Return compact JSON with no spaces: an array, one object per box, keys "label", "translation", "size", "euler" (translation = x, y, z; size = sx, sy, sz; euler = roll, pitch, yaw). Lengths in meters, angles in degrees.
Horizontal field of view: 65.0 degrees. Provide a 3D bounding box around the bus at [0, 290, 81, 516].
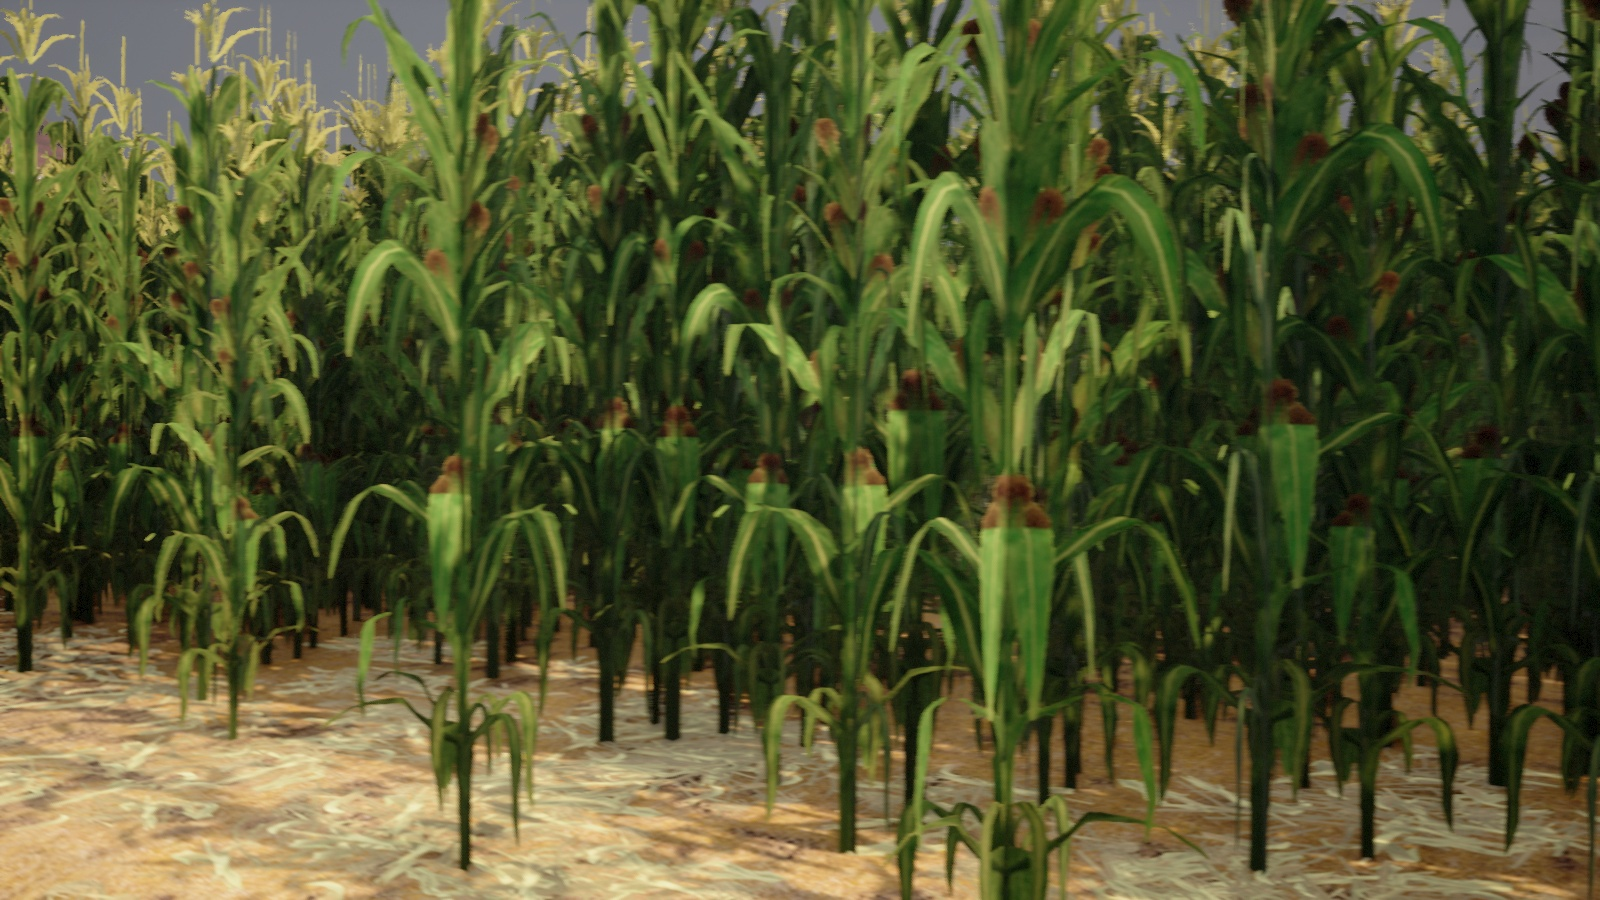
[{"label":"bus","translation":[-18.783,-0.827,21.713],"size":[3.944,4.253,10.273],"euler":[0,1,34]}]
